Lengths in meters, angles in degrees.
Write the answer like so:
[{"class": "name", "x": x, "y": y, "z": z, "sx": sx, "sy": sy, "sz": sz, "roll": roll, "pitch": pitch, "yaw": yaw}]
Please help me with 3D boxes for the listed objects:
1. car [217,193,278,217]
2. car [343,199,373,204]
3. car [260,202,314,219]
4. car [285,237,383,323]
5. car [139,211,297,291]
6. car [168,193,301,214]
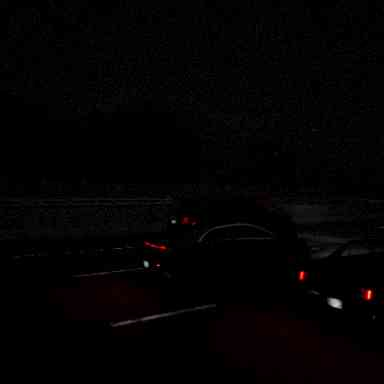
[{"class": "car", "x": 5.353, "y": 1.161, "z": 31.768, "sx": 5.566, "sy": 2.045, "sz": 2.150, "roll": 0, "pitch": 0, "yaw": -30}, {"class": "car", "x": 20.109, "y": 1.581, "z": 40.336, "sx": 4.892, "sy": 1.490, "sz": 1.837, "roll": 0, "pitch": 0, "yaw": -30}, {"class": "car", "x": 8.456, "y": 1.584, "z": 29.521, "sx": 4.718, "sy": 1.301, "sz": 1.895, "roll": 1, "pitch": 0, "yaw": -30}, {"class": "car", "x": 4.356, "y": 1.620, "z": 6.785, "sx": 4.718, "sy": 1.301, "sz": 1.895, "roll": 1, "pitch": 0, "yaw": -30}, {"class": "car", "x": 1.030, "y": 1.465, "z": 8.897, "sx": 4.902, "sy": 1.511, "sz": 2.128, "roll": 1, "pitch": 0, "yaw": -30}, {"class": "car", "x": 1.641, "y": 1.186, "z": 13.300, "sx": 5.566, "sy": 2.045, "sz": 2.150, "roll": 1, "pitch": 0, "yaw": -30}]
